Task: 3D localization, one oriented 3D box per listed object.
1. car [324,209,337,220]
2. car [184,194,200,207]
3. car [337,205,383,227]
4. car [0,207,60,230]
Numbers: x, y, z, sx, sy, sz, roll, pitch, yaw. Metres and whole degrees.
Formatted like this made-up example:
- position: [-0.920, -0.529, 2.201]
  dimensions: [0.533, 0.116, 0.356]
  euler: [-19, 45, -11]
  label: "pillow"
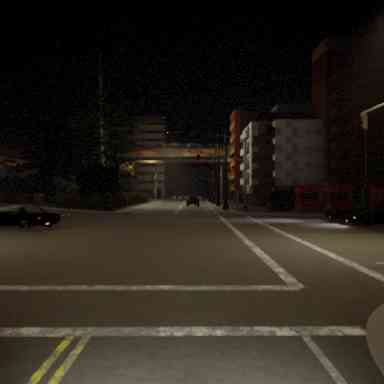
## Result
- position: [13.192, 1.690, 26.538]
  dimensions: [4.718, 1.301, 1.895]
  euler: [1, 0, 0]
  label: "car"
- position: [0.138, 1.468, 51.324]
  dimensions: [1.837, 1.490, 4.892]
  euler: [0, 0, 0]
  label: "car"
- position: [13.378, 1.643, 23.042]
  dimensions: [5.357, 1.411, 2.033]
  euler: [1, 0, 0]
  label: "car"
- position: [-10.636, 1.586, 20.727]
  dimensions: [4.718, 1.301, 1.895]
  euler: [0, 0, 24]
  label: "car"
